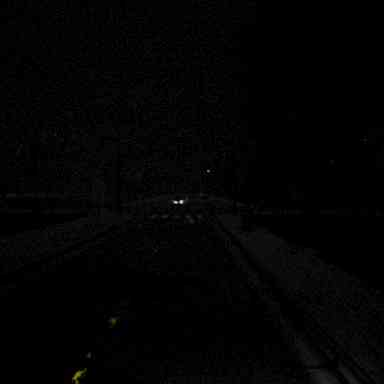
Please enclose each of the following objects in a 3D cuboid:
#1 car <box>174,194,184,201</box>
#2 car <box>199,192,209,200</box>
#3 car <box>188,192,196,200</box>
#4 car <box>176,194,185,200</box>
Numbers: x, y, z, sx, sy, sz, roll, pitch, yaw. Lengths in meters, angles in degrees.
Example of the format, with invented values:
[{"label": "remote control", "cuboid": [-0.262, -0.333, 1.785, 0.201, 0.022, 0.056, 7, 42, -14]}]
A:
[{"label": "car", "cuboid": [-3.065, 1.446, 76.017, 1.994, 1.385, 4.181, 0, 0, 0]}, {"label": "car", "cuboid": [3.393, 1.218, 88.435, 2.097, 1.767, 4.553, 0, 0, 0]}, {"label": "car", "cuboid": [0.143, 1.414, 88.455, 1.994, 1.385, 4.181, 0, 0, 0]}, {"label": "car", "cuboid": [-3.118, 1.371, 91.623, 2.128, 1.511, 4.902, 0, 0, 0]}]
